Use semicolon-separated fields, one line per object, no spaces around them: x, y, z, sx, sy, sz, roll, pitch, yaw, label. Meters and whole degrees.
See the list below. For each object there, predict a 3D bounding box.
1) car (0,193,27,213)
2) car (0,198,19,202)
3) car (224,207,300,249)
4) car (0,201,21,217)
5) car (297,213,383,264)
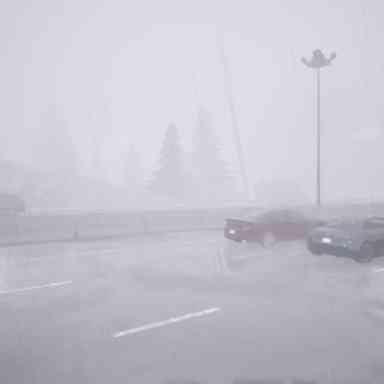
-16.326;1.125;26.606;5.566;2.045;2.150;0;0;-34;car
-15.175;1.397;23.119;5.008;1.535;1.882;0;0;-35;car
3.691;1.389;14.229;5.008;1.535;1.882;0;0;-31;car
-13.088;1.492;20.296;4.181;1.385;1.994;0;0;-35;car
5.964;1.484;11.499;4.181;1.385;1.994;0;0;-31;car
